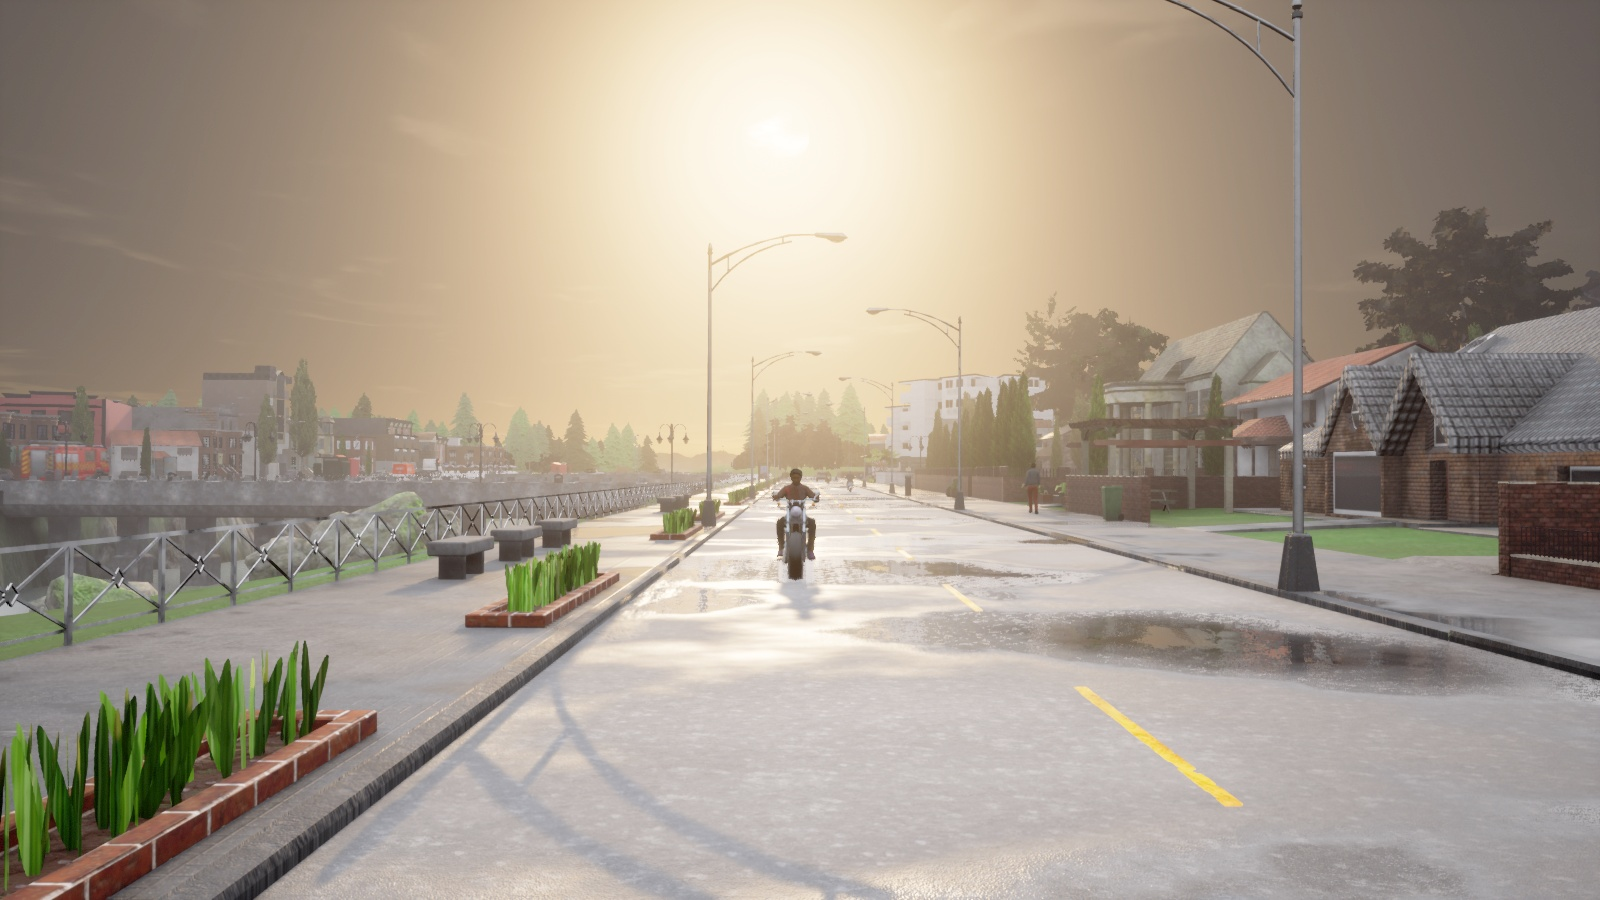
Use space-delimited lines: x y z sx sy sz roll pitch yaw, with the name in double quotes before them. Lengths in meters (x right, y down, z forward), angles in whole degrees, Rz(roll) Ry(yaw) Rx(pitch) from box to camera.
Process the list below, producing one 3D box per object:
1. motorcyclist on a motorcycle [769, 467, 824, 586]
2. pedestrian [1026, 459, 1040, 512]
"motorcyclist on a motorcycle" -0.050 1.078 18.681 0.766 1.649 2.350 0 -1 0
"pedestrian" 8.089 1.223 43.653 0.353 1.847 0.614 0 -1 -1
